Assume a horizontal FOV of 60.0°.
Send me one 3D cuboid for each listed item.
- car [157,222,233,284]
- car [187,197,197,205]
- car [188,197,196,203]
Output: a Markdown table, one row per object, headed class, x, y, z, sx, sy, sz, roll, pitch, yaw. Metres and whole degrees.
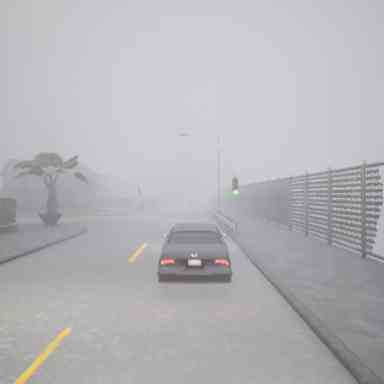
| class | x | y | z | sx | sy | sz | roll | pitch | yaw |
| --- | --- | --- | --- | --- | --- | --- | --- | --- | --- |
| car | 0.076 | 1.603 | 9.794 | 2.033 | 1.411 | 5.357 | 0 | 0 | 0 |
| car | 0.031 | 1.954 | 70.821 | 1.994 | 1.385 | 4.181 | 0 | 0 | 0 |
| car | -0.002 | 2.031 | 85.271 | 1.994 | 1.385 | 4.181 | 0 | 0 | 0 |
